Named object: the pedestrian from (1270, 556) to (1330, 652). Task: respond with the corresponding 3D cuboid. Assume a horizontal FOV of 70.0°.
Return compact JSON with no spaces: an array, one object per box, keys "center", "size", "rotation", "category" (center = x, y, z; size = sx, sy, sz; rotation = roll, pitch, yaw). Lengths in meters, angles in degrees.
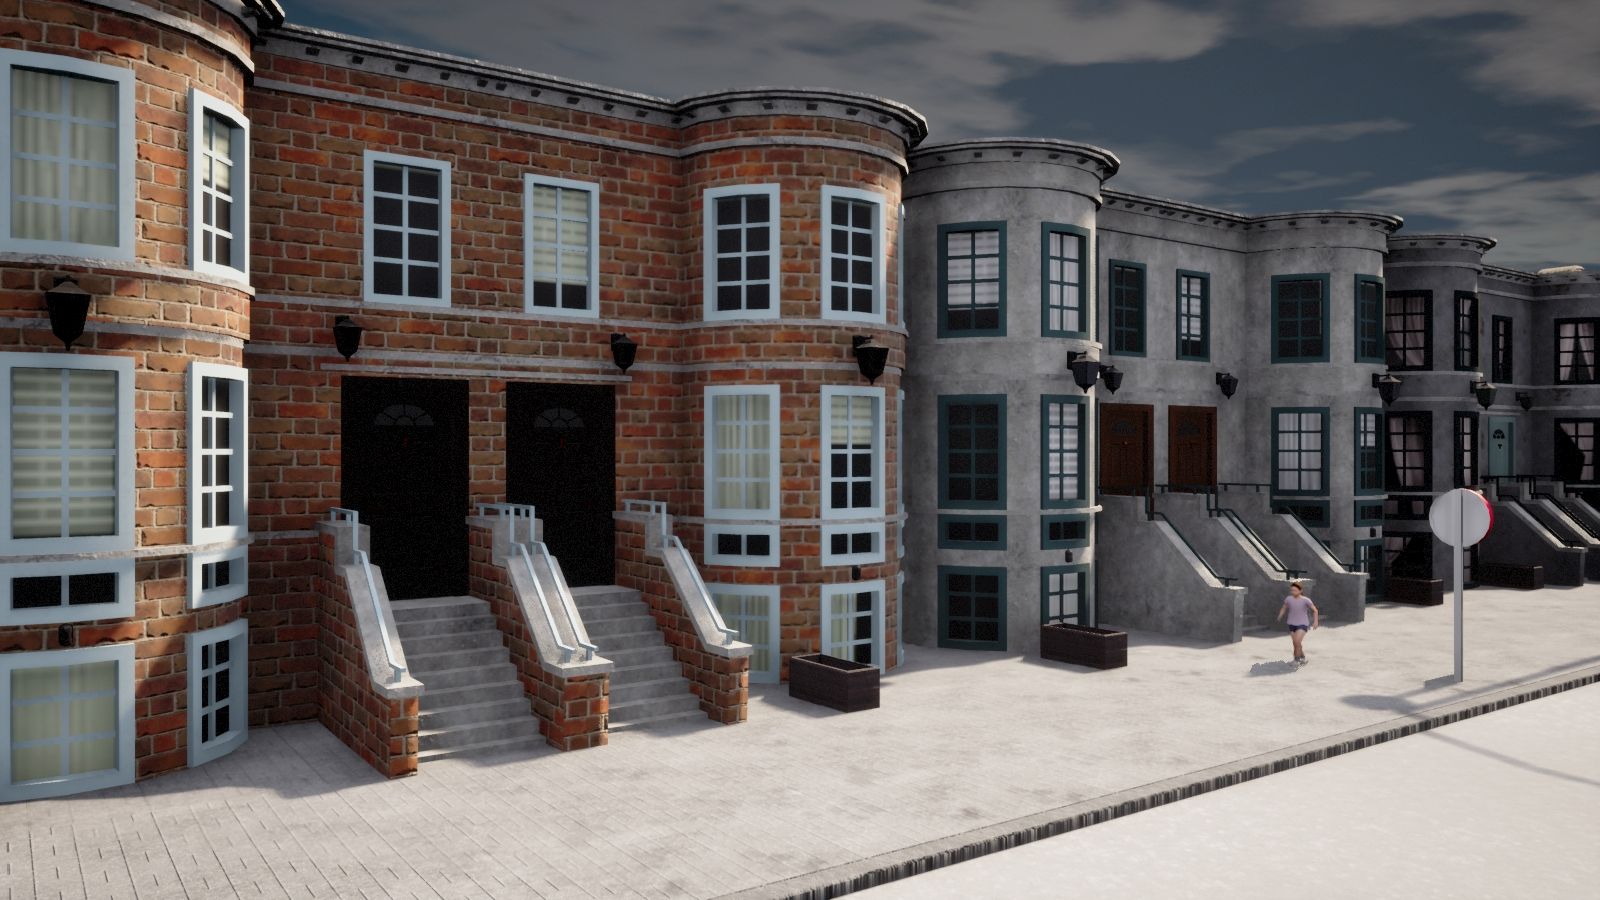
[{"center":[6.217,1.904,14.214],"size":[0.500,1.100,0.500],"rotation":[0,0,-37],"category":"pedestrian"}]
